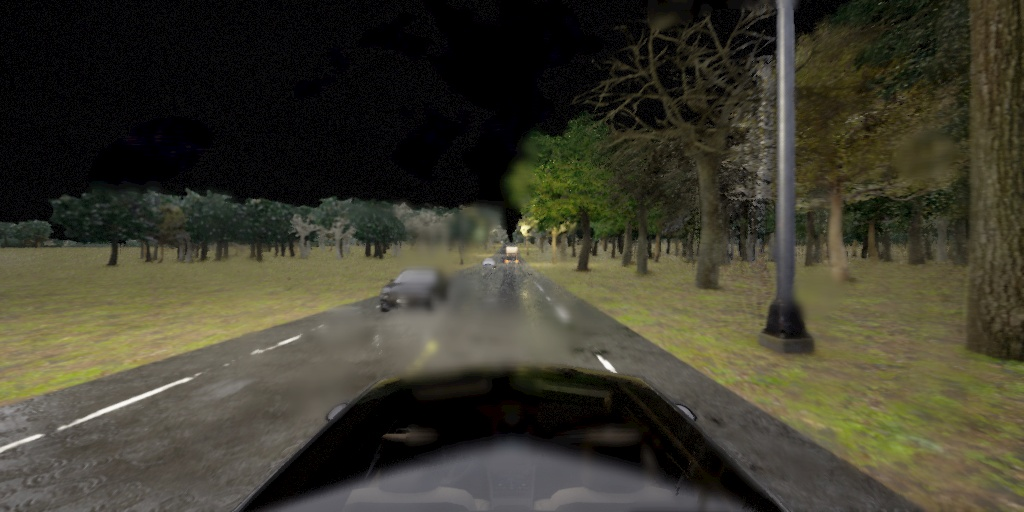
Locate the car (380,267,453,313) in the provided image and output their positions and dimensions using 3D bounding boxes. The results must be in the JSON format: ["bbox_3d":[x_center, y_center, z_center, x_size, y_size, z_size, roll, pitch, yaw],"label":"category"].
[{"bbox_3d":[-3.593,1.220,14.212,1.882,1.535,5.008,0,0,0],"label":"car"}]

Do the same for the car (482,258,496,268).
[{"bbox_3d":[-3.543,1.110,55.472,1.812,1.442,4.674,0,1,1],"label":"car"}]
